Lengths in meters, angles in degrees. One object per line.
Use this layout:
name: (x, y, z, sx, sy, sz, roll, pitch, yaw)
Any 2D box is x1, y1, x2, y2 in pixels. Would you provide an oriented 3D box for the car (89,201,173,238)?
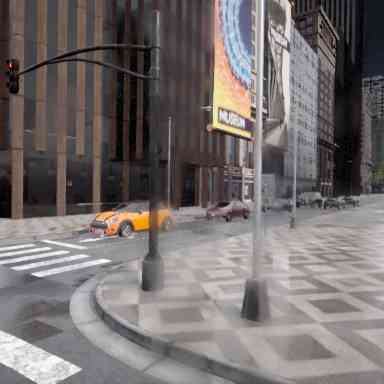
car: (-3.060, 1.258, 17.276, 2.097, 1.767, 4.553, 1, 1, 36)

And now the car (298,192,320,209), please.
car: (15.091, 1.005, 42.771, 2.150, 2.045, 5.566, 1, 1, 35)

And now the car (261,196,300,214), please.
car: (8.892, 1.373, 34.113, 2.033, 1.411, 5.357, 1, 1, 35)

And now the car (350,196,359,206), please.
car: (23.637, 1.297, 49.583, 1.837, 1.490, 4.892, 1, 1, 35)

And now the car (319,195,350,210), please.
car: (17.653, 1.342, 41.044, 1.837, 1.490, 4.892, 1, 1, 36)

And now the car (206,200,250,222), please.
car: (2.881, 1.392, 25.630, 1.812, 1.442, 4.674, 1, 1, 36)
